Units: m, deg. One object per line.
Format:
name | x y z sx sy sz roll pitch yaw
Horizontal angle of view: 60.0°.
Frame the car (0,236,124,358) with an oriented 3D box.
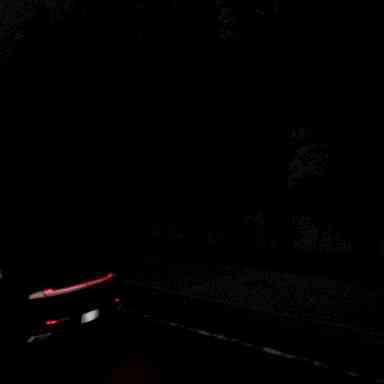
car | -3.416 1.579 6.124 4.902 1.511 2.128 -1 -1 36
